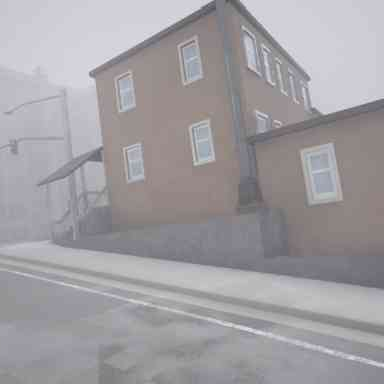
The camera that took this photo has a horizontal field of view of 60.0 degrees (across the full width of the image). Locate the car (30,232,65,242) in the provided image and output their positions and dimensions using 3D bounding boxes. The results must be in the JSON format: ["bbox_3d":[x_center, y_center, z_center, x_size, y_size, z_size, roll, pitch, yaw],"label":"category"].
[{"bbox_3d":[-11.716,4.286,29.093,1.837,1.490,4.892,-12,-11,35],"label":"car"}]
